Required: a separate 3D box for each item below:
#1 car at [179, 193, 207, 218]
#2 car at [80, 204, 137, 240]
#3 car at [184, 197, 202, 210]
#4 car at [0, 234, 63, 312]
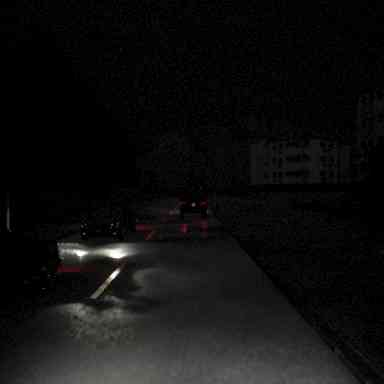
[{"bbox_3d":[0.102,1.057,28.361,2.150,2.045,5.566,0,0,0],"label":"car"},{"bbox_3d":[-4.000,1.381,16.630,1.882,1.535,5.008,0,0,0],"label":"car"},{"bbox_3d":[0.100,1.312,40.366,2.033,1.411,5.357,0,0,0],"label":"car"},{"bbox_3d":[-4.098,1.512,5.938,2.033,1.411,5.357,0,0,0],"label":"car"}]
